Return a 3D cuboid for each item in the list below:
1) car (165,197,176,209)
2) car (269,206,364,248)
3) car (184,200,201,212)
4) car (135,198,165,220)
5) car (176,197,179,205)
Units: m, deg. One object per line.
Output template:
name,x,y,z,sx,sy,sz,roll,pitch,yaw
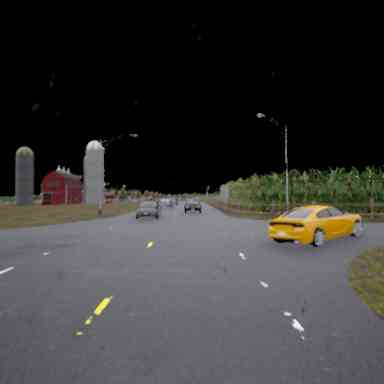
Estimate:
car,-3.598,1.581,45.922,1.812,1.442,4.674,0,0,0
car,5.434,1.319,14.347,5.008,1.535,1.882,-4,0,-37
car,0.089,1.606,37.816,1.895,1.301,4.718,0,0,0
car,-3.607,1.474,28.227,1.837,1.490,4.892,0,0,0
car,-3.544,1.675,61.840,2.128,1.511,4.902,0,-1,1
